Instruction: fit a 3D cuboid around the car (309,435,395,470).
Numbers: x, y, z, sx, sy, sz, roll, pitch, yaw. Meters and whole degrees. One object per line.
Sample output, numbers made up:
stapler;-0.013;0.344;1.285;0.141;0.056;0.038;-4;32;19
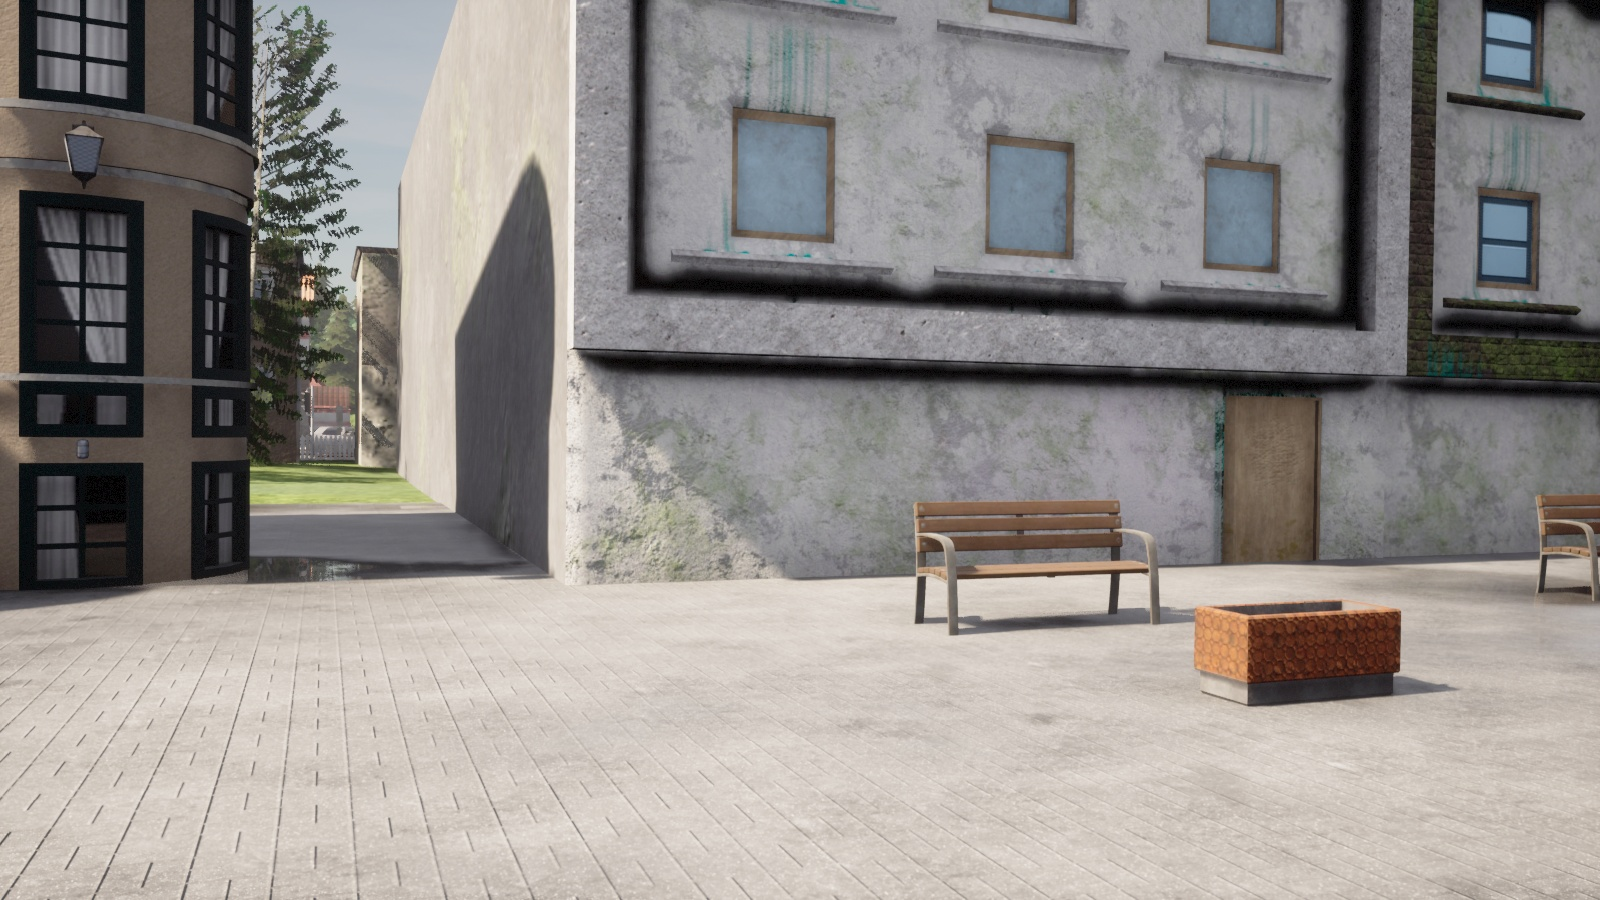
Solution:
car;-20.562;0.097;57.615;3.633;1.501;1.845;-1;1;-21
